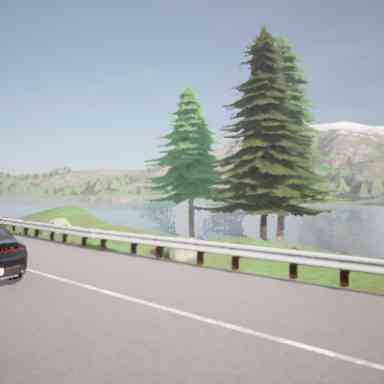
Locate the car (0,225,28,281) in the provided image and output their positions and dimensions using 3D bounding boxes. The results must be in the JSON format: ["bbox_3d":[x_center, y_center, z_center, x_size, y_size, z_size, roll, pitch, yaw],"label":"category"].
[{"bbox_3d":[-6.133,1.496,8.678,4.892,1.490,1.837,0,0,38],"label":"car"}]
